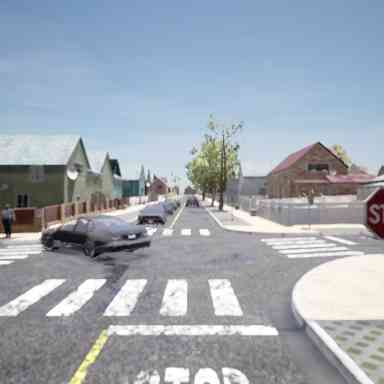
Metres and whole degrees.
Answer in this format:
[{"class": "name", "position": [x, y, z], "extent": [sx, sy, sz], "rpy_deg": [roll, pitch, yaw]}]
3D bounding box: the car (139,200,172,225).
[{"class": "car", "position": [-2.834, 1.607, 25.012], "extent": [2.033, 1.411, 5.357], "rpy_deg": [0, 0, -1]}]

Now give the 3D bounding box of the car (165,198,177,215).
[{"class": "car", "position": [-2.871, 1.644, 34.283], "extent": [1.994, 1.385, 4.181], "rpy_deg": [0, 0, 0]}]

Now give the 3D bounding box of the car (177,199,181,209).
[{"class": "car", "position": [-2.869, 1.591, 43.749], "extent": [2.128, 1.511, 4.902], "rpy_deg": [0, 0, 0]}]

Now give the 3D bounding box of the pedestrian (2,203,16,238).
[{"class": "pedestrian", "position": [-9.703, 1.502, 17.550], "extent": [0.375, 1.860, 0.375], "rpy_deg": [0, 0, 0]}]

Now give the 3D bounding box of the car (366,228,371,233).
[{"class": "car", "position": [10.344, 1.252, 14.769], "extent": [4.892, 1.490, 1.837], "rpy_deg": [-2, -1, 0]}]

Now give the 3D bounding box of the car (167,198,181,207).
[{"class": "car", "position": [-2.846, 1.720, 53.751], "extent": [1.895, 1.301, 4.718], "rpy_deg": [0, 0, 0]}]

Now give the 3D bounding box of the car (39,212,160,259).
[{"class": "car", "position": [-3.926, 1.616, 12.928], "extent": [5.357, 1.411, 2.033], "rpy_deg": [-2, -1, 41]}]

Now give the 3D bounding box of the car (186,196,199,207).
[{"class": "car", "position": [0.064, 1.474, 55.520], "extent": [2.097, 1.767, 4.553], "rpy_deg": [0, 0, 0]}]
